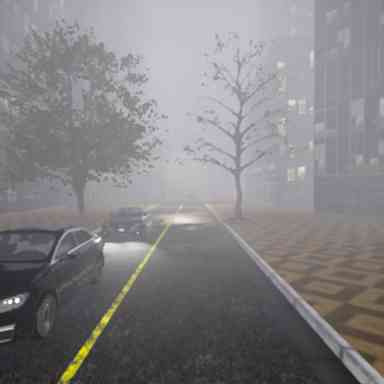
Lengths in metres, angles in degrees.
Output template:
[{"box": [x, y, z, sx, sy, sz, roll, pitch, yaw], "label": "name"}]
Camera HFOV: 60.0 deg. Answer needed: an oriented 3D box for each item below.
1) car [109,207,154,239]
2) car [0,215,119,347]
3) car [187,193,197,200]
[{"box": [-3.073, 1.464, 16.544, 1.994, 1.385, 4.181, 0, 0, 1], "label": "car"}, {"box": [-3.094, 1.451, 6.527, 2.128, 1.511, 4.902, 0, 0, 0], "label": "car"}, {"box": [0.052, 1.109, 75.098, 1.837, 1.490, 4.892, 0, 0, 0], "label": "car"}]
